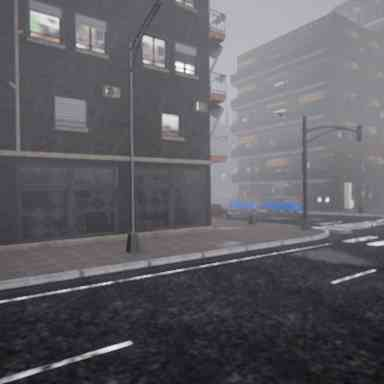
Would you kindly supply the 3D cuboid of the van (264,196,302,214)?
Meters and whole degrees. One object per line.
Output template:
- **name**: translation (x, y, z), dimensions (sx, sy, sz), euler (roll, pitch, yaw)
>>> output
- **van**: translation (9.197, 1.312, 34.059), dimensions (1.690, 1.788, 3.998), euler (-2, 0, -36)

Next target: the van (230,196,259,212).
- **van**: translation (5.881, 1.386, 38.574), dimensions (1.690, 1.788, 3.998), euler (-2, 0, -36)

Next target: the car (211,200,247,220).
- **car**: translation (2.462, 1.673, 29.141), dimensions (1.802, 1.307, 4.206), euler (-2, 0, -36)
